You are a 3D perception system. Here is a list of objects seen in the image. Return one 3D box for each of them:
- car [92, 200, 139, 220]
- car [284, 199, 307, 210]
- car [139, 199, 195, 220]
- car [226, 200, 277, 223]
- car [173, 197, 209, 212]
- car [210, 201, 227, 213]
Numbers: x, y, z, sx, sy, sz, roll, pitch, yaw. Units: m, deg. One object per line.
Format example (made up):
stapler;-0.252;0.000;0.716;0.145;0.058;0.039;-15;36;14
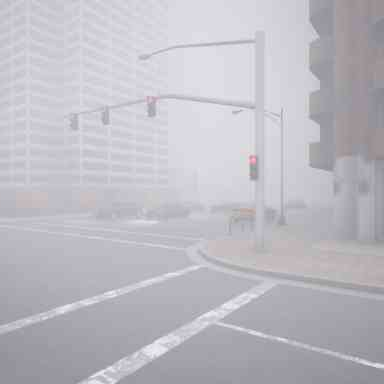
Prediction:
car;-6.120;1.505;28.090;1.837;1.490;4.892;0;0;35
car;13.581;1.564;43.656;1.994;1.385;4.181;0;0;35
car;-2.010;1.564;27.850;1.994;1.385;4.181;0;0;35
car;4.814;1.477;25.042;1.882;1.535;5.008;0;0;35
car;-0.401;1.564;36.217;1.994;1.385;4.181;0;0;35
car;3.861;1.601;36.186;1.895;1.301;4.718;0;0;35
